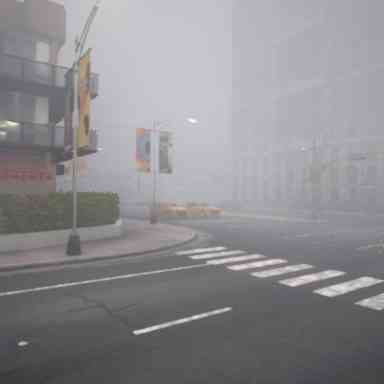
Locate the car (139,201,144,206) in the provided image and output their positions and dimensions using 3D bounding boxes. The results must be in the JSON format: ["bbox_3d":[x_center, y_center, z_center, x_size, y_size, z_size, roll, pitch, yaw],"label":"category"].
[{"bbox_3d":[-7.374,1.927,58.359,4.718,1.301,1.895,0,-1,42],"label":"car"}]

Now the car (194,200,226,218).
[{"bbox_3d":[0.826,1.712,33.368,1.882,1.535,5.008,1,0,-35],"label":"car"}]

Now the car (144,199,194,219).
[{"bbox_3d":[-2.304,1.671,31.734,1.882,1.535,5.008,1,0,-35],"label":"car"}]

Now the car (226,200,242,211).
[{"bbox_3d":[5.095,1.877,47.590,1.837,1.490,4.892,1,0,-35],"label":"car"}]
